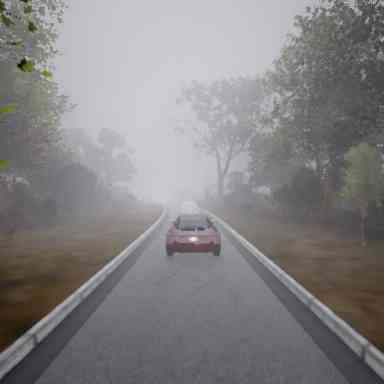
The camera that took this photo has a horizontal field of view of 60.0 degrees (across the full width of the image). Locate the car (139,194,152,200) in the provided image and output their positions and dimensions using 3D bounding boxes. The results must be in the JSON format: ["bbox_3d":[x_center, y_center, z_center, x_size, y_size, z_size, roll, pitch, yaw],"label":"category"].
[{"bbox_3d":[-11.162,1.170,81.915,2.097,1.767,4.553,0,0,-14],"label":"car"}]

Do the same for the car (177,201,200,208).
[{"bbox_3d":[-0.272,1.509,28.790,1.812,1.442,4.674,0,0,-2],"label":"car"}]

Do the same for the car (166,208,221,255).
[{"bbox_3d":[0.043,1.557,13.185,1.994,1.385,4.181,0,0,0],"label":"car"}]
